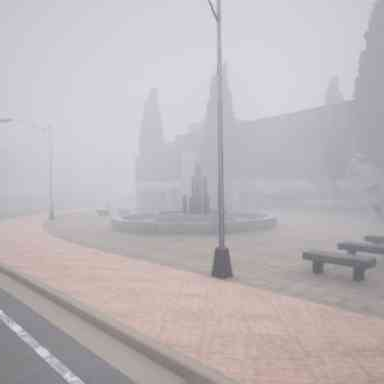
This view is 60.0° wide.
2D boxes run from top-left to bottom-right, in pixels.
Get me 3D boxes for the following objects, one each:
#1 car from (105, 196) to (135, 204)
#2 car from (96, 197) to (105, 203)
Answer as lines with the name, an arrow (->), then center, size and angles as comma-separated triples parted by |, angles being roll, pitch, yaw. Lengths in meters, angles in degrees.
car -> -13.811, 1.521, 65.445 | 2.033, 1.411, 5.357 | -1, 0, 42
car -> -16.729, 1.542, 67.493 | 2.033, 1.411, 5.357 | -1, 0, 40
